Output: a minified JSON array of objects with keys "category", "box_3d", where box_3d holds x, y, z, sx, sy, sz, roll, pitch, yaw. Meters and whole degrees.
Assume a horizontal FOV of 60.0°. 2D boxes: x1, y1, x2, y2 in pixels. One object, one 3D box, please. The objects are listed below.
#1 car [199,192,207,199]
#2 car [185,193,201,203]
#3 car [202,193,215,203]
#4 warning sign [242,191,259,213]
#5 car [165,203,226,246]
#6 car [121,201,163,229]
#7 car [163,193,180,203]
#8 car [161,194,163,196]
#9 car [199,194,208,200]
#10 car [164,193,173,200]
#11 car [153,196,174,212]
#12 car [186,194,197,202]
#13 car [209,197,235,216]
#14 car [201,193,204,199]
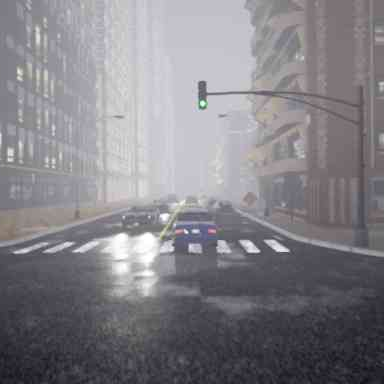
[{"category":"car","box_3d":[2.618,0.873,81.097,1.967,1.590,4.097,-1,0,0]},{"category":"car","box_3d":[-0.047,1.210,51.204,1.994,1.385,4.181,-1,0,0]},{"category":"car","box_3d":[2.650,1.229,41.558,2.008,1.369,4.403,-1,0,0]},{"category":"warning sign","box_3d":[5.029,0.850,28.755,1.300,1.860,1.060,-1,0,0]},{"category":"car","box_3d":[0.107,1.444,14.676,2.033,1.411,5.357,-1,1,0]},{"category":"car","box_3d":[-3.125,1.478,20.882,1.895,1.301,4.718,-1,0,0]},{"category":"car","box_3d":[-3.070,1.016,53.509,2.097,1.767,4.553,-1,0,0]},{"category":"car","box_3d":[-5.752,1.144,69.794,2.008,1.369,4.403,-1,0,0]},{"category":"car","box_3d":[2.624,1.049,75.449,1.802,1.307,4.206,-1,0,0]},{"category":"car","box_3d":[-5.761,1.071,81.092,1.887,1.381,4.507,-1,0,0]},{"category":"car","box_3d":[-3.129,1.364,32.367,1.994,1.385,4.181,-1,1,0]},{"category":"car","box_3d":[-0.055,1.147,61.240,1.994,1.385,4.181,-1,0,0]},{"category":"car","box_3d":[2.710,1.343,28.642,1.802,1.307,4.206,-1,0,0]},{"category":"car","box_3d":[2.646,1.193,47.206,2.008,1.369,4.403,-1,0,0]}]
